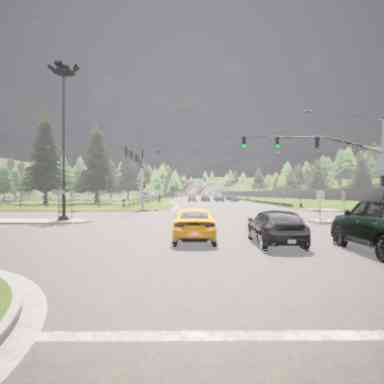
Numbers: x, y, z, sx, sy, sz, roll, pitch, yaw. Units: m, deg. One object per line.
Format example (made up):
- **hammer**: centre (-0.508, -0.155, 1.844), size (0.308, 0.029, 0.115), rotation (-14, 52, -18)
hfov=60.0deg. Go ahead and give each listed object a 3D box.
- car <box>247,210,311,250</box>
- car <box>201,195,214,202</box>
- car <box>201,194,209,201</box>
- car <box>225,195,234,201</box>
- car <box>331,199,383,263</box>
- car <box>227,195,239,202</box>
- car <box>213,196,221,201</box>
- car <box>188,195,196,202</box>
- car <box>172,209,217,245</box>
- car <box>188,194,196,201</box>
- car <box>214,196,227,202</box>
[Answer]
- **car**: centre (3.602, 1.540, 14.405), size (1.837, 1.490, 4.892), rotation (0, 0, 0)
- **car**: centre (3.511, 1.712, 82.123), size (2.128, 1.511, 4.902), rotation (0, 0, 0)
- **car**: centre (3.512, 1.487, 92.513), size (2.097, 1.767, 4.553), rotation (0, 0, 0)
- **car**: centre (10.512, 1.609, 92.541), size (1.882, 1.535, 5.008), rotation (0, 0, 0)
- **car**: centre (7.100, 1.251, 12.064), size (2.150, 2.045, 5.566), rotation (0, 0, 0)
- **car**: centre (10.511, 1.727, 82.122), size (2.033, 1.411, 5.357), rotation (0, 0, 0)
- **car**: centre (7.012, 1.684, 92.542), size (1.994, 1.385, 4.181), rotation (0, 0, 0)
- **car**: centre (0.011, 1.547, 82.510), size (2.097, 1.767, 4.553), rotation (0, 0, 0)
- **car**: centre (0.102, 1.516, 15.671), size (1.882, 1.535, 5.008), rotation (0, 0, 0)
- **car**: centre (0.012, 1.487, 92.513), size (2.097, 1.767, 4.553), rotation (0, 0, 0)
- **car**: centre (7.011, 1.716, 82.539), size (1.812, 1.442, 4.674), rotation (0, 0, 0)
